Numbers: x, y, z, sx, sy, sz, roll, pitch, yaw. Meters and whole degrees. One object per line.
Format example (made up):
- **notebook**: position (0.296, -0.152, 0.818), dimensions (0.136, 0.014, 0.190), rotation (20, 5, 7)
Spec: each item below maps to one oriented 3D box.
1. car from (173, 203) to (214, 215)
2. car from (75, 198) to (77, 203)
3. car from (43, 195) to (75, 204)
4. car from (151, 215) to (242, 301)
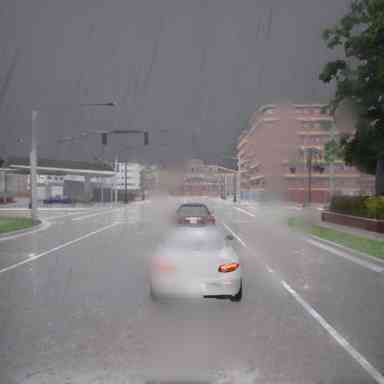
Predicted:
- **car**: position (0.064, 1.352, 17.181), dimensions (2.097, 1.767, 4.553), rotation (0, 0, 0)
- **car**: position (-24.167, 1.456, 63.639), dimensions (3.806, 1.475, 1.970), rotation (0, 0, 1)
- **car**: position (-23.437, 1.295, 57.889), dimensions (4.611, 1.667, 2.242), rotation (0, 0, 1)
- **car**: position (0.087, 1.526, 8.188), dimensions (1.812, 1.442, 4.674), rotation (0, 0, 0)
